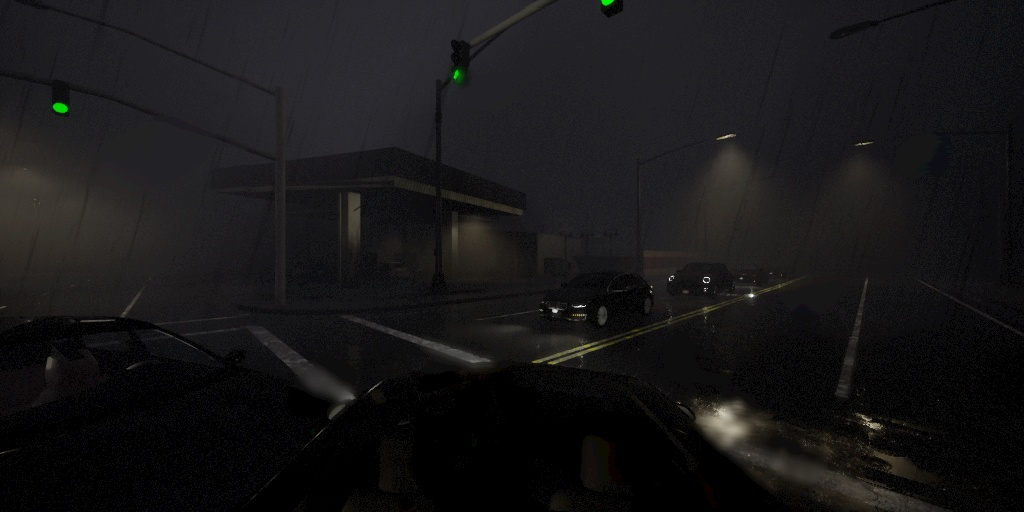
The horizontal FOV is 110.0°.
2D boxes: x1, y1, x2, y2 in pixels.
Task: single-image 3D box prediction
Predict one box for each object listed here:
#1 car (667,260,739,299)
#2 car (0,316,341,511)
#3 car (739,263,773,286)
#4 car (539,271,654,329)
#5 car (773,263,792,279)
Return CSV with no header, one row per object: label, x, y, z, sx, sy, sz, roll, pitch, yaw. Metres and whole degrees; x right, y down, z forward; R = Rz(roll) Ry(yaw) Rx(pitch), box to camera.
car,9.722,1.102,18.382,4.553,1.767,2.097,0,0,-45
car,-3.420,1.242,2.520,4.902,1.511,2.128,0,0,15
car,16.650,1.314,25.292,1.994,1.385,4.181,0,0,44
car,2.883,1.255,11.538,1.837,1.490,4.892,0,0,45
car,23.784,1.314,32.344,4.181,1.385,1.994,0,0,-45
